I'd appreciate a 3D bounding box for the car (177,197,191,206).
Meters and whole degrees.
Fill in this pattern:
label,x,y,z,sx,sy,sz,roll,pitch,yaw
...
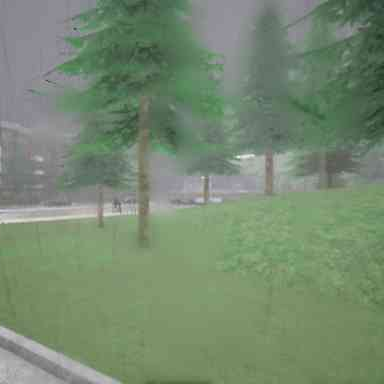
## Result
label,x,y,z,sx,sy,sz,roll,pitch,yaw
car,0.109,1.606,57.629,2.128,1.511,4.902,0,0,36

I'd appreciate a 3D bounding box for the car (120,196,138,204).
label,x,y,z,sx,sy,sz,roll,pitch,yaw
car,-12.198,1.521,66.306,2.097,1.767,4.553,0,0,35

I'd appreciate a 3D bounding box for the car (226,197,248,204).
label,x,y,z,sx,sy,sz,roll,pitch,yaw
car,9.045,1.628,64.359,1.812,1.442,4.674,0,0,35

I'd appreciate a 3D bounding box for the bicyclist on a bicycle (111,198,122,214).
label,x,y,z,sx,sy,sz,roll,pitch,yaw
bicyclist on a bicycle,-7.630,1.378,33.492,1.656,1.620,0.582,-1,0,35

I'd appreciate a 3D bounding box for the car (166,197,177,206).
label,x,y,z,sx,sy,sz,roll,pitch,yaw
car,-2.649,1.605,59.789,1.882,1.535,5.008,0,0,36

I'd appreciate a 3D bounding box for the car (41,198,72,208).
label,x,y,z,sx,sy,sz,roll,pitch,yaw
car,-21.610,1.661,52.986,2.128,1.511,4.902,0,0,35

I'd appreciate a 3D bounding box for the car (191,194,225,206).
label,x,y,z,sx,sy,sz,roll,pitch,yaw
car,2.735,1.326,55.288,2.150,2.045,5.566,0,0,36
